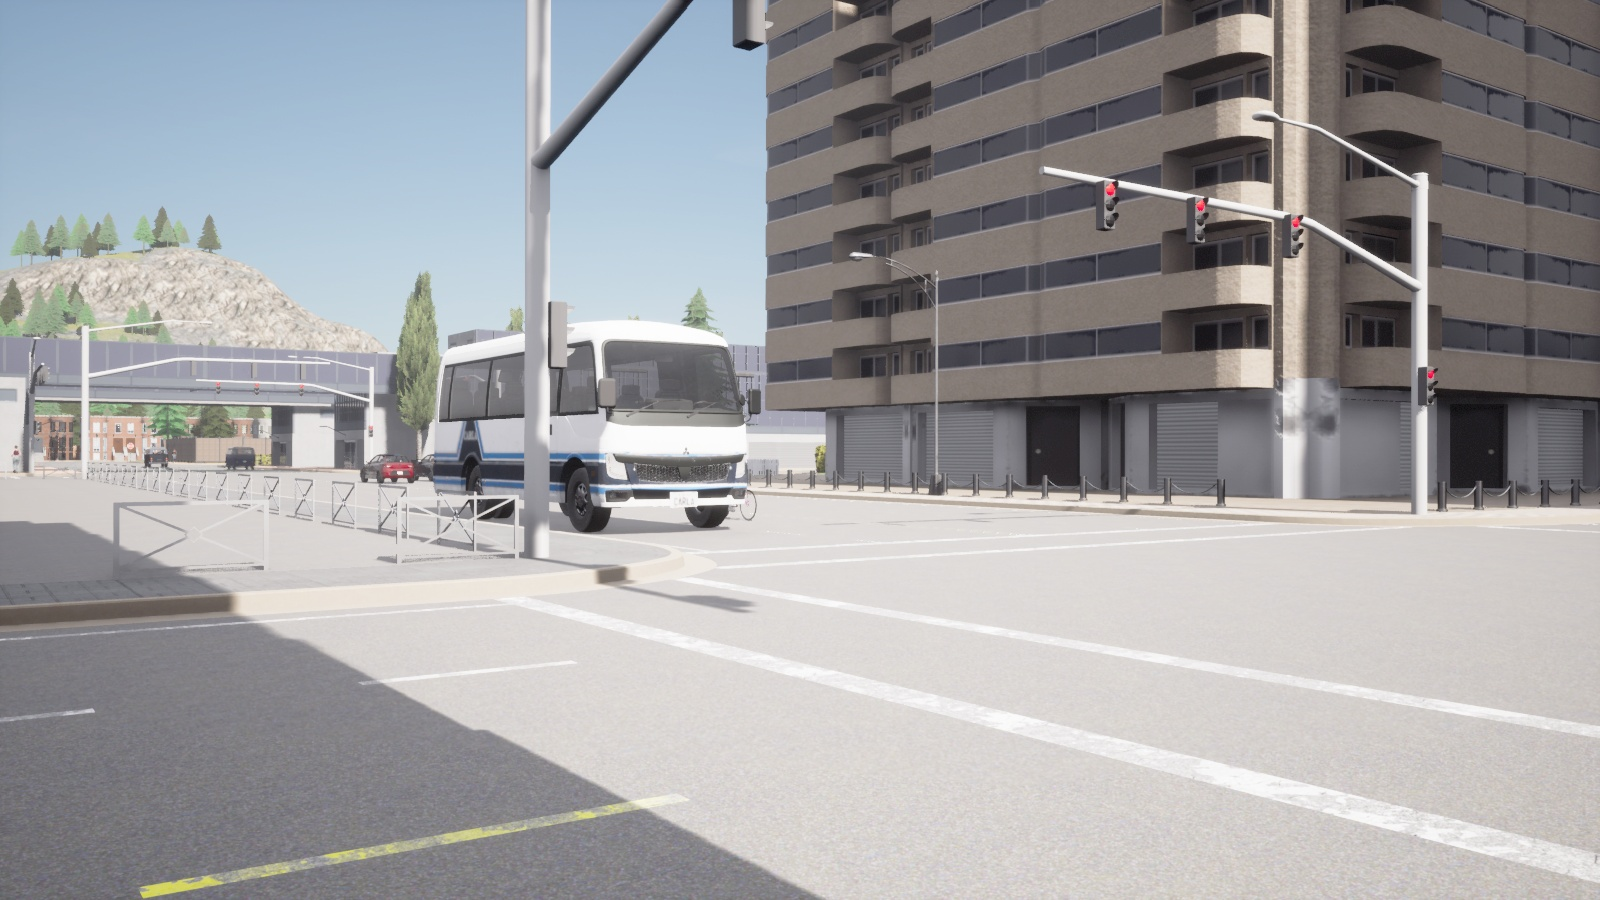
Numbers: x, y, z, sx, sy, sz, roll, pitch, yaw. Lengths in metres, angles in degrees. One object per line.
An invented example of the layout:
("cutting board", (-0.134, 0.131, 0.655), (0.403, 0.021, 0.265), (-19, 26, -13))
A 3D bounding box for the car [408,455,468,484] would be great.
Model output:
("car", (-19.461, 1.020, 67.379), (1.816, 1.474, 4.193), (0, 0, -35))

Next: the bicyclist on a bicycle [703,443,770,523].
("bicyclist on a bicycle", (-1.488, 0.745, 29.055), (0.659, 1.776, 1.843), (0, 0, -35))

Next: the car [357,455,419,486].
("car", (-20.704, 1.012, 63.020), (1.816, 1.474, 4.193), (0, 0, -35))

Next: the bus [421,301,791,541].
("bus", (-4.724, -0.499, 27.580), (3.944, 4.253, 10.273), (0, 0, -35))

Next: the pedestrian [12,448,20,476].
("pedestrian", (-50.066, 0.761, 80.155), (0.345, 1.836, 0.594), (0, 0, -42))
